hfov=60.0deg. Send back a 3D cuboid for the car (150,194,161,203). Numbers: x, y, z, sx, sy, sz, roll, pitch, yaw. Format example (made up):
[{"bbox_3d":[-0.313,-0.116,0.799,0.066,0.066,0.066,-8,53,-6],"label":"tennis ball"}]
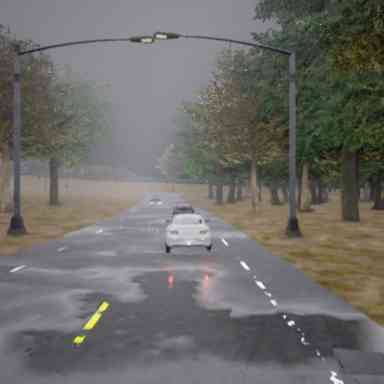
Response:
[{"bbox_3d":[-7.835,1.312,71.479,2.097,1.767,4.553,0,1,-5],"label":"car"}]

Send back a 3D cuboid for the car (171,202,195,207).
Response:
[{"bbox_3d":[-0.777,1.648,29.411,1.837,1.490,4.892,0,0,-3],"label":"car"}]

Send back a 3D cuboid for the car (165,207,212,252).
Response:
[{"bbox_3d":[-0.166,1.634,14.468,1.812,1.442,4.674,0,0,-1],"label":"car"}]
